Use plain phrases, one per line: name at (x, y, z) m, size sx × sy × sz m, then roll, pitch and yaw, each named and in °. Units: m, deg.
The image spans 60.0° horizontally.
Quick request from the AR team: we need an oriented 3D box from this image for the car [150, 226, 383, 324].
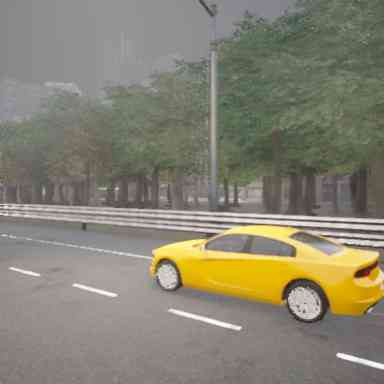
car at (1.292, 1.478, 7.251) m, size 5.008 × 1.535 × 1.882 m, roll 0°, pitch 0°, yaw 35°
